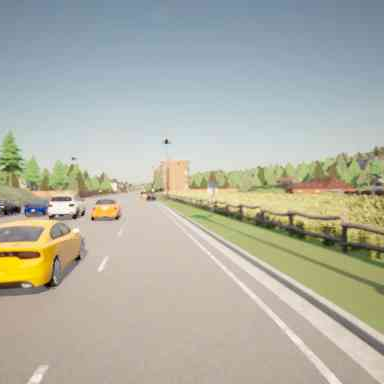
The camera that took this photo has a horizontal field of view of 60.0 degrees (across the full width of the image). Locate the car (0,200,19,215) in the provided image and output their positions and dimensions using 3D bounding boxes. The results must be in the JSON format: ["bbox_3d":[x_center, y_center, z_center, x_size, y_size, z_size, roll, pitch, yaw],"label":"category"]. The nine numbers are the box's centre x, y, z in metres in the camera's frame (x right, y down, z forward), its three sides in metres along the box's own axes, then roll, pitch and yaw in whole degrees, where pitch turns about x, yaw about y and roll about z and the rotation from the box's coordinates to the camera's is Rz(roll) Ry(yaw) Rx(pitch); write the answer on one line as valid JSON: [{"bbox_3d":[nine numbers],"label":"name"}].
[{"bbox_3d":[-18.333,1.574,32.702,2.128,1.511,4.902,-1,0,-8],"label":"car"}]

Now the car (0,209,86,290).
[{"bbox_3d":[-4.299,1.487,9.136,1.882,1.535,5.008,-1,0,-8],"label":"car"}]

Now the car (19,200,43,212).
[{"bbox_3d":[-14.790,1.505,32.666,1.882,1.535,5.008,-1,0,-8],"label":"car"}]

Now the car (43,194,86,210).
[{"bbox_3d":[-10.666,1.210,28.663,2.150,2.045,5.566,-1,0,-8],"label":"car"}]

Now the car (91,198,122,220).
[{"bbox_3d":[-6.947,1.291,27.434,2.097,1.767,4.553,-1,0,-8],"label":"car"}]

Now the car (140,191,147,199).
[{"bbox_3d":[-12.585,1.004,88.279,2.097,1.767,4.553,-1,0,-9],"label":"car"}]

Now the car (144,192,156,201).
[{"bbox_3d":[-8.646,1.179,70.621,1.882,1.535,5.008,-1,0,-9],"label":"car"}]
